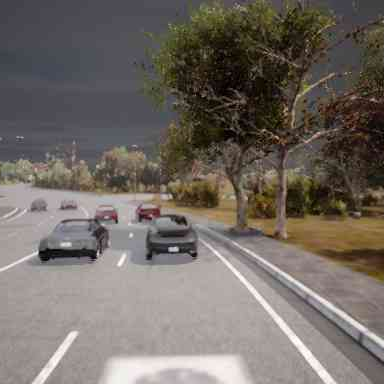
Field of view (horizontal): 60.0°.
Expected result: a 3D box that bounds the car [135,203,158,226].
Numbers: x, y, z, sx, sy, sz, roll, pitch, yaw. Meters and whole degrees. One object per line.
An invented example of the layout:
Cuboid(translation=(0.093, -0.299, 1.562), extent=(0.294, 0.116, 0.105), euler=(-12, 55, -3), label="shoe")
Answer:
Cuboid(translation=(-3.927, 1.727, 29.359), extent=(1.882, 1.535, 5.008), euler=(-1, 1, -14), label="car")

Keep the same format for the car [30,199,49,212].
Cuboid(translation=(-19.378, 1.649, 42.325), extent=(1.837, 1.490, 4.892), euler=(-1, 2, -22), label="car")

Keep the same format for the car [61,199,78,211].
Cuboid(translation=(-16.189, 1.635, 43.772), extent=(1.994, 1.385, 4.181), euler=(-1, 2, -22), label="car")

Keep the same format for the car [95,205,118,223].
Cuboid(translation=(-7.255, 1.819, 28.260), extent=(1.812, 1.442, 4.674), euler=(-1, 0, -14), label="car")

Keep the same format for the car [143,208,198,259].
Cuboid(translation=(-0.894, 1.633, 13.269), extent=(1.837, 1.490, 4.892), euler=(0, 0, -7), label="car")

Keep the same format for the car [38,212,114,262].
Cuboid(translation=(-4.376, 1.713, 12.908), extent=(1.994, 1.385, 4.181), euler=(0, -1, -7), label="car")
